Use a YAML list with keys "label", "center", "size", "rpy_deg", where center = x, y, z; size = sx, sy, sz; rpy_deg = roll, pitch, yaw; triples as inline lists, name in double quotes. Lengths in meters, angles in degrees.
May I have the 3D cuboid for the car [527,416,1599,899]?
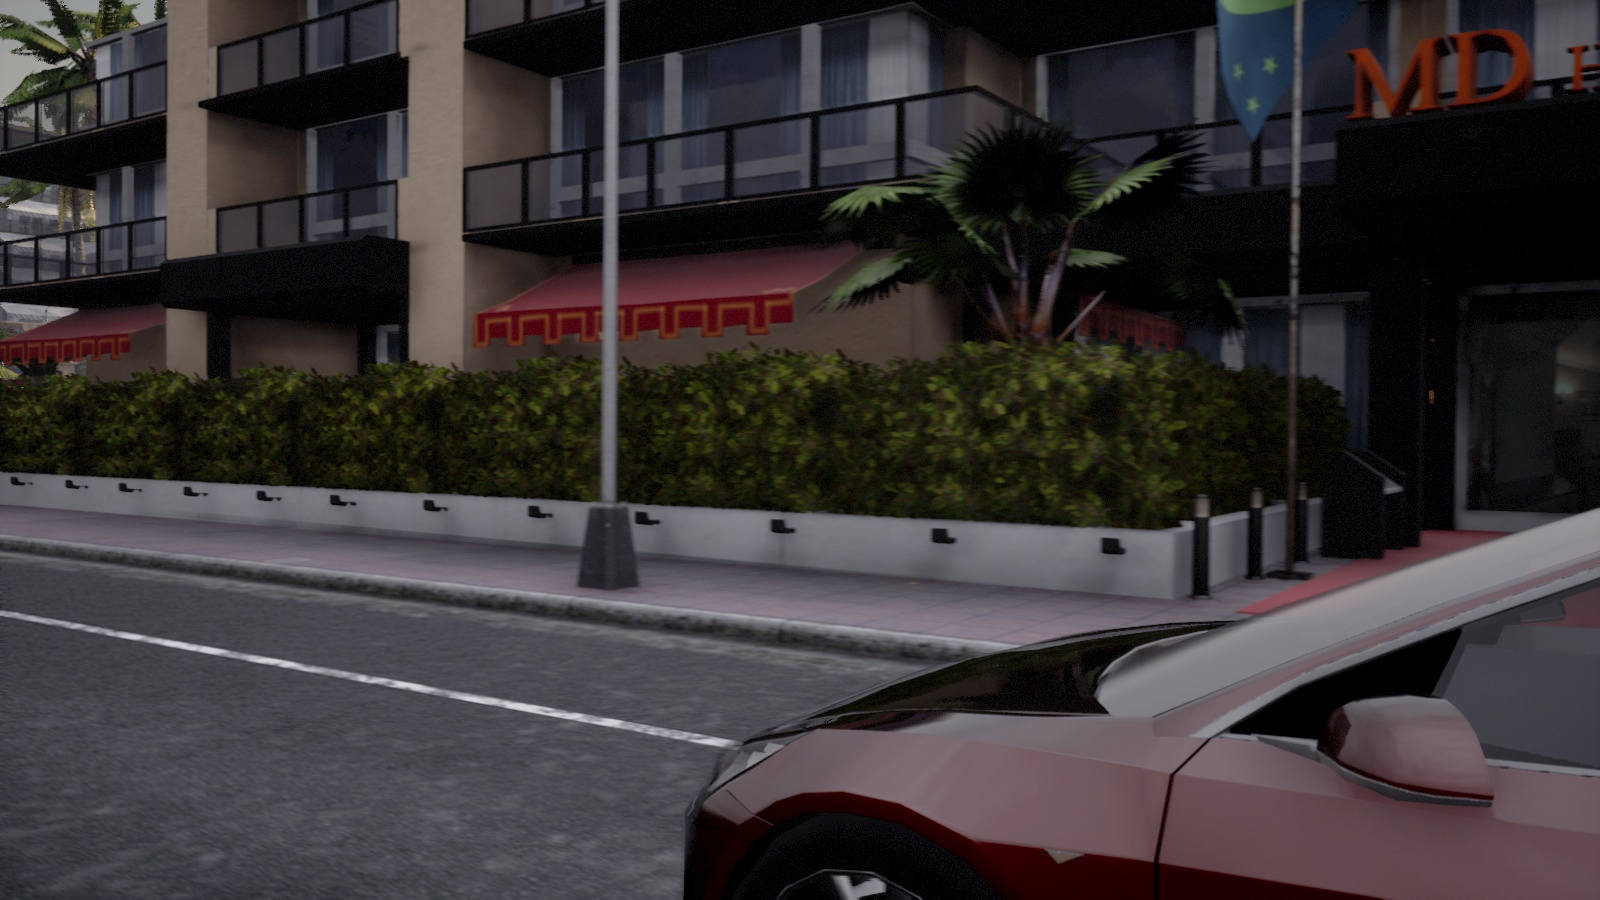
- label: "car"
  center: [2.015, 0.682, 2.285]
  size: [4.792, 1.488, 2.163]
  rpy_deg: [0, 1, 34]
